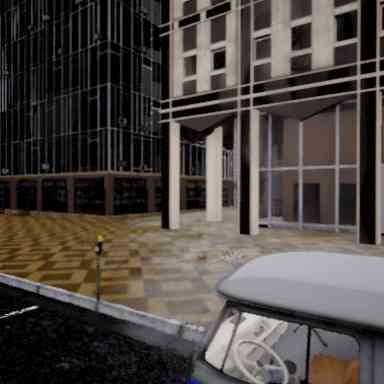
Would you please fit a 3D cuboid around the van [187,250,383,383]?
[{"bbox_3d":[1.770,1.331,1.628,3.998,1.788,1.690,0,1,35],"label":"van"}]
